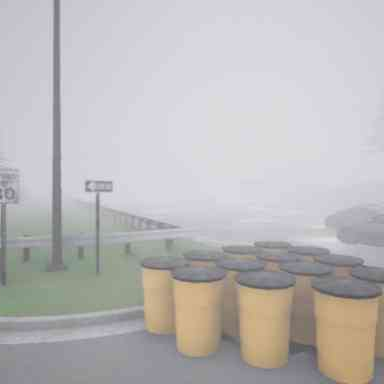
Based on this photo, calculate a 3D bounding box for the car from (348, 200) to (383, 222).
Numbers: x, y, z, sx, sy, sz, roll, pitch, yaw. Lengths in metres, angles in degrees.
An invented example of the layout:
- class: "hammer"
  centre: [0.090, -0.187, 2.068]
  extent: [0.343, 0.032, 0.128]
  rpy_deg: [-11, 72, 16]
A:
- class: "car"
  centre: [13.987, 1.392, 24.181]
  extent: [1.812, 1.442, 4.674]
  rpy_deg: [0, 0, -25]

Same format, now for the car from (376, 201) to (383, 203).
- class: "car"
  centre: [11.428, 1.405, 21.381]
  extent: [1.812, 1.442, 4.674]
  rpy_deg: [0, 0, -25]

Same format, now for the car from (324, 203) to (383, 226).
- class: "car"
  centre: [9.224, 1.461, 17.819]
  extent: [1.994, 1.385, 4.181]
  rpy_deg: [0, 0, -25]

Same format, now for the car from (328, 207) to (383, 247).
- class: "car"
  centre: [7.721, 1.493, 12.747]
  extent: [1.994, 1.385, 4.181]
  rpy_deg: [0, 0, -25]
